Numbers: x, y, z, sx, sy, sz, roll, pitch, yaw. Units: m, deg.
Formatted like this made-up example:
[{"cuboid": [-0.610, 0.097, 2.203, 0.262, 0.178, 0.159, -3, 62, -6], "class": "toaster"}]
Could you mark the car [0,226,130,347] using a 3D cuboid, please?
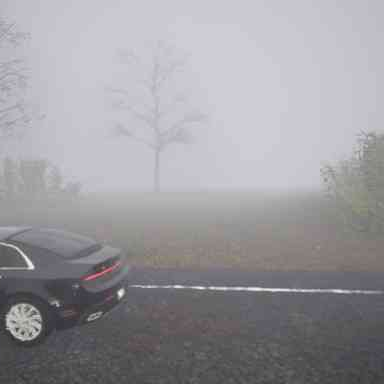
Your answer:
[{"cuboid": [-3.509, 1.369, 5.546, 4.892, 1.490, 1.837, -1, 2, 8], "class": "car"}]
